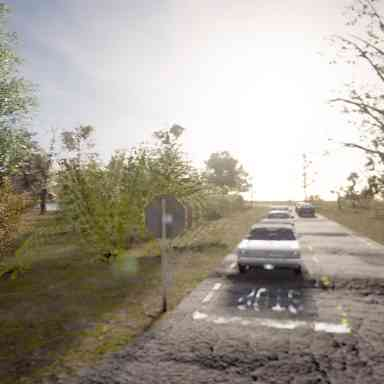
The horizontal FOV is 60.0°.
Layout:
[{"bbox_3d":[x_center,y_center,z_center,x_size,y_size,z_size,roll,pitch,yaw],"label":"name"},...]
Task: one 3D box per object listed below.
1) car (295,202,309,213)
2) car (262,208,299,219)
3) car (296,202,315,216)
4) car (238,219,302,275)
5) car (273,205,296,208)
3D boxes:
[{"bbox_3d":[17.223,2.394,52.037,1.837,1.490,4.892,-1,-1,16],"label":"car"},{"bbox_3d":[5.441,1.948,20.960,1.994,1.385,4.181,-1,-1,15],"label":"car"},{"bbox_3d":[14.387,2.180,41.922,1.882,1.535,5.008,-1,-1,16],"label":"car"},{"bbox_3d":[2.752,1.819,11.422,1.895,1.301,4.718,-1,-1,16],"label":"car"},{"bbox_3d":[8.294,2.056,31.078,2.128,1.511,4.902,-1,-1,16],"label":"car"}]
